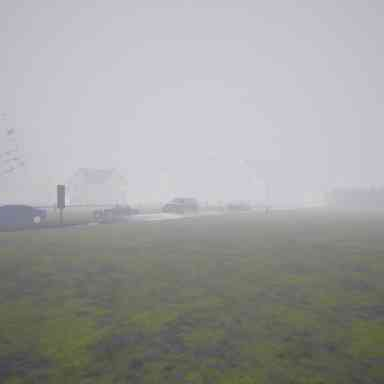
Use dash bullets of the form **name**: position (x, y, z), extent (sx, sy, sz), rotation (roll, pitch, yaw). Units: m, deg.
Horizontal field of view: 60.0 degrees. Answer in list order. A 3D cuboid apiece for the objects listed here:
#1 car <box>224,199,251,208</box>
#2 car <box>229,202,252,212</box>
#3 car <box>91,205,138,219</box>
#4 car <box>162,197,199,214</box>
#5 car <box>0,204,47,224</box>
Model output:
- **car**: position (7.534, 1.835, 54.600), extent (2.033, 1.411, 5.357), rotation (1, 0, 35)
- **car**: position (7.210, 2.215, 49.236), extent (1.994, 1.385, 4.181), rotation (1, 0, 35)
- **car**: position (-7.679, 1.934, 33.398), extent (1.895, 1.301, 4.718), rotation (1, 0, 35)
- **car**: position (-1.353, 1.703, 42.254), extent (2.150, 2.045, 5.566), rotation (1, 0, 36)
- **car**: position (-13.561, 1.671, 25.125), extent (1.882, 1.535, 5.008), rotation (1, 0, 35)
